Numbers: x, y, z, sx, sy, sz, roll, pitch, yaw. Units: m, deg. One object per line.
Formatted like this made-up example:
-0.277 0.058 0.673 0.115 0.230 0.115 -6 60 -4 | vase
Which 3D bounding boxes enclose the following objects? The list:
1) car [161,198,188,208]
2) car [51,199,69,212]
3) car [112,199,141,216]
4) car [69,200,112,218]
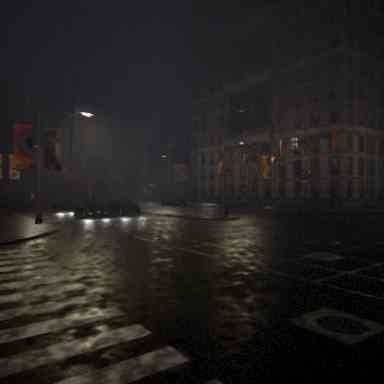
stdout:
-2.542 1.483 46.720 1.895 1.301 4.718 0 0 -35 | car
-14.483 1.517 37.369 1.994 1.385 4.181 0 0 -35 | car
-6.674 1.415 32.302 1.882 1.535 5.008 0 0 -35 | car
-9.191 1.458 29.794 1.837 1.490 4.892 0 0 -35 | car
